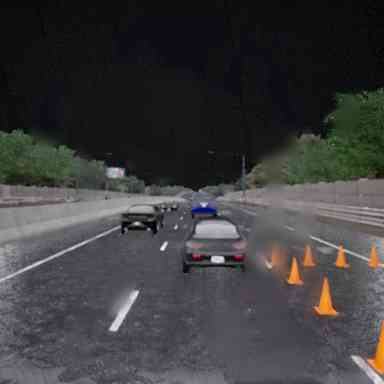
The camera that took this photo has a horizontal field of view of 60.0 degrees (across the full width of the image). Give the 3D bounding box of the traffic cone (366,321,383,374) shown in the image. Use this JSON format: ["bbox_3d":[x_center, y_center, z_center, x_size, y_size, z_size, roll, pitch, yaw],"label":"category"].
[{"bbox_3d":[2.478,1.947,4.258,0.340,0.580,0.340,0,0,1],"label":"traffic cone"}]

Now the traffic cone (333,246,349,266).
[{"bbox_3d":[4.581,1.942,10.223,0.340,0.580,0.340,0,0,1],"label":"traffic cone"}]

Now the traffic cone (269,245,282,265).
[{"bbox_3d":[2.582,1.930,10.258,0.340,0.580,0.340,0,0,1],"label":"traffic cone"}]

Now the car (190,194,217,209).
[{"bbox_3d":[1.001,1.183,29.120,2.150,2.045,5.566,0,0,1],"label":"car"}]

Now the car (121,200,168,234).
[{"bbox_3d":[-2.679,1.415,18.925,1.882,1.535,5.008,0,0,1],"label":"car"}]

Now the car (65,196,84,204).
[{"bbox_3d":[-19.681,1.398,55.949,2.128,1.511,4.902,0,0,2],"label":"car"}]

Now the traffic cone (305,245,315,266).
[{"bbox_3d":[3.581,1.936,10.241,0.340,0.580,0.340,0,0,1],"label":"traffic cone"}]

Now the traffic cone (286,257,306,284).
[{"bbox_3d":[2.547,1.934,8.257,0.340,0.580,0.340,0,0,1],"label":"traffic cone"}]

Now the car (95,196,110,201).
[{"bbox_3d":[-16.091,1.464,60.058,1.837,1.490,4.892,0,0,2],"label":"car"}]

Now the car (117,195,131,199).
[{"bbox_3d":[-12.562,1.349,61.767,2.097,1.767,4.553,0,-1,1],"label":"car"}]

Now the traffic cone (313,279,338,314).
[{"bbox_3d":[2.512,1.941,6.258,0.340,0.580,0.340,0,0,1],"label":"traffic cone"}]

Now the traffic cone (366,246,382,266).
[{"bbox_3d":[5.581,1.948,10.206,0.340,0.580,0.340,0,0,1],"label":"traffic cone"}]

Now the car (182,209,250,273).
[{"bbox_3d":[0.675,1.488,10.472,1.812,1.442,4.674,0,0,1],"label":"car"}]

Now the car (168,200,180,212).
[{"bbox_3d":[-2.364,1.545,37.080,1.895,1.301,4.718,0,0,1],"label":"car"}]
